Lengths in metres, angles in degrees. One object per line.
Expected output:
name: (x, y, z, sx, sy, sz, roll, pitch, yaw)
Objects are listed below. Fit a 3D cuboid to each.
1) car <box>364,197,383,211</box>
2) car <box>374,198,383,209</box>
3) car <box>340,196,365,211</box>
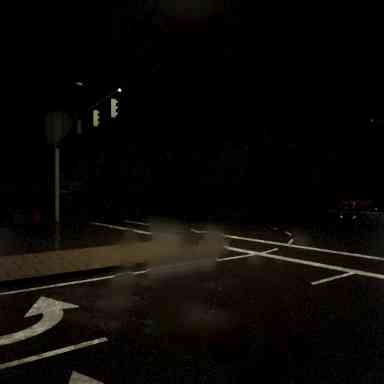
car: (22.854, 1.547, 38.891, 5.357, 1.411, 2.033, 0, 0, -35)
car: (27.458, 1.564, 46.452, 4.181, 1.385, 1.994, 0, 0, -36)
car: (20.442, 1.352, 41.424, 4.553, 1.767, 2.097, 0, 0, -36)
